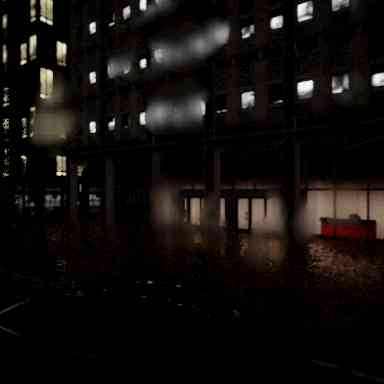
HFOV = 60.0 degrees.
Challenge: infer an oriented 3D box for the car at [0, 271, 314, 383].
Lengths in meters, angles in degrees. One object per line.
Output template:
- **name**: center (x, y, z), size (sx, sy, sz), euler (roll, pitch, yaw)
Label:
- **car**: center (-0.939, 1.555, 3.547), size (4.313, 1.339, 1.947), euler (0, 0, 35)
